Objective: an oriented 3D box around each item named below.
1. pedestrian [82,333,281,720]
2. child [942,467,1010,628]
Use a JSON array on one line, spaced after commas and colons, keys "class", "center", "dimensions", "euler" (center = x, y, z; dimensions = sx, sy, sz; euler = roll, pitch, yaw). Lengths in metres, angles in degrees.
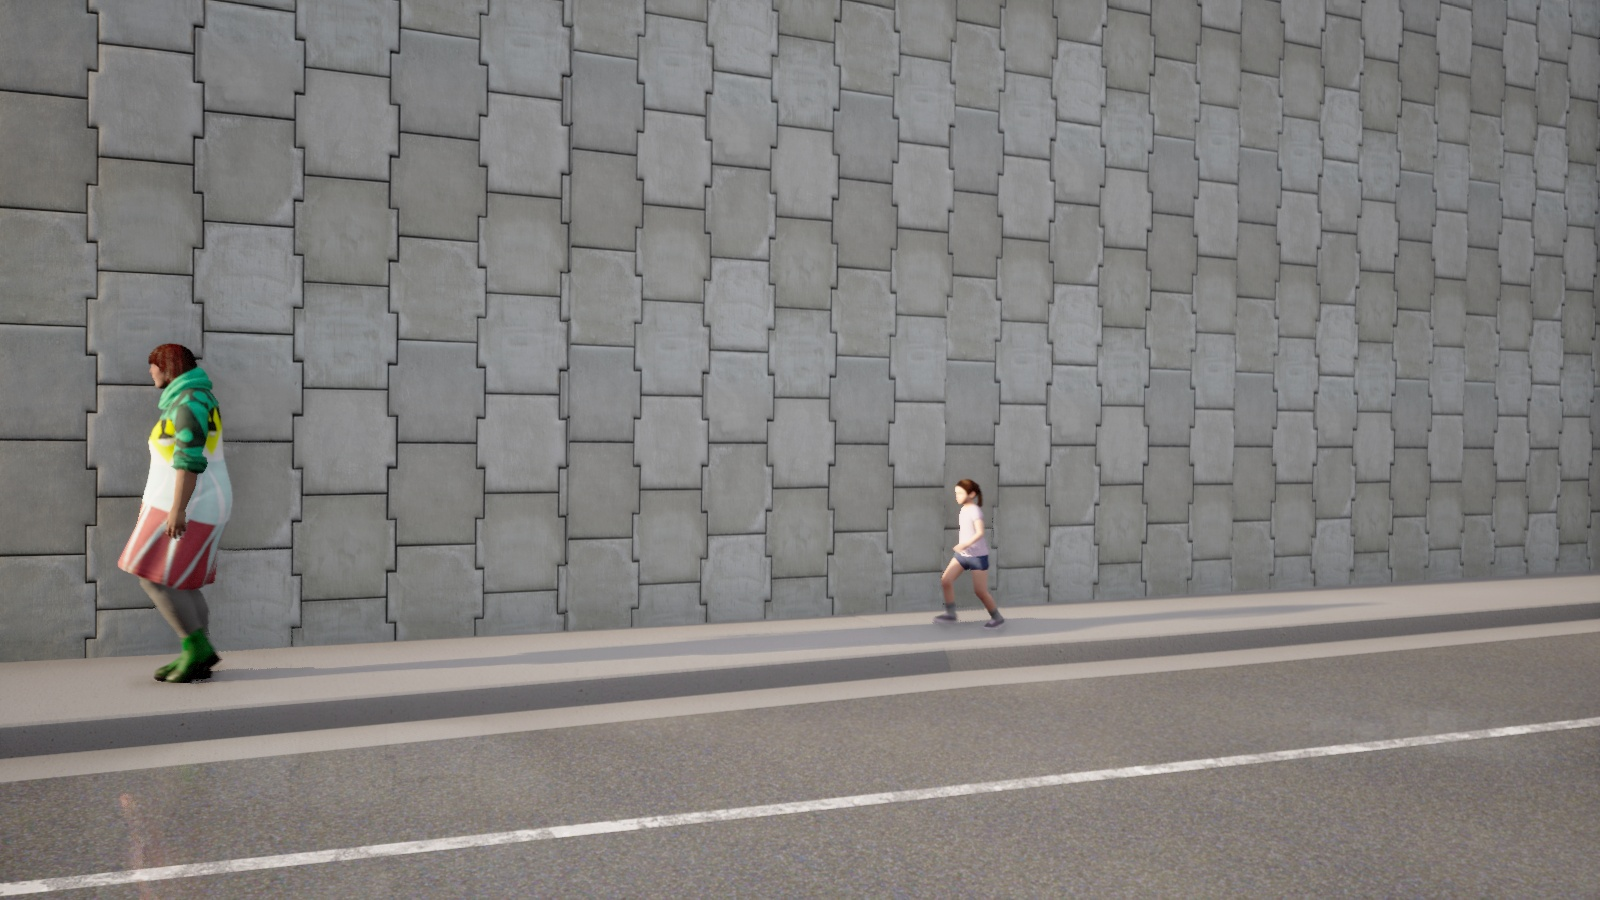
[{"class": "pedestrian", "center": [-3.308, 0.378, 6.797], "dimensions": [0.873, 1.952, 0.659], "euler": [-1, 1, -20]}, {"class": "child", "center": [1.251, 0.680, 8.929], "dimensions": [0.394, 1.110, 0.255], "euler": [-1, 1, -25]}]
